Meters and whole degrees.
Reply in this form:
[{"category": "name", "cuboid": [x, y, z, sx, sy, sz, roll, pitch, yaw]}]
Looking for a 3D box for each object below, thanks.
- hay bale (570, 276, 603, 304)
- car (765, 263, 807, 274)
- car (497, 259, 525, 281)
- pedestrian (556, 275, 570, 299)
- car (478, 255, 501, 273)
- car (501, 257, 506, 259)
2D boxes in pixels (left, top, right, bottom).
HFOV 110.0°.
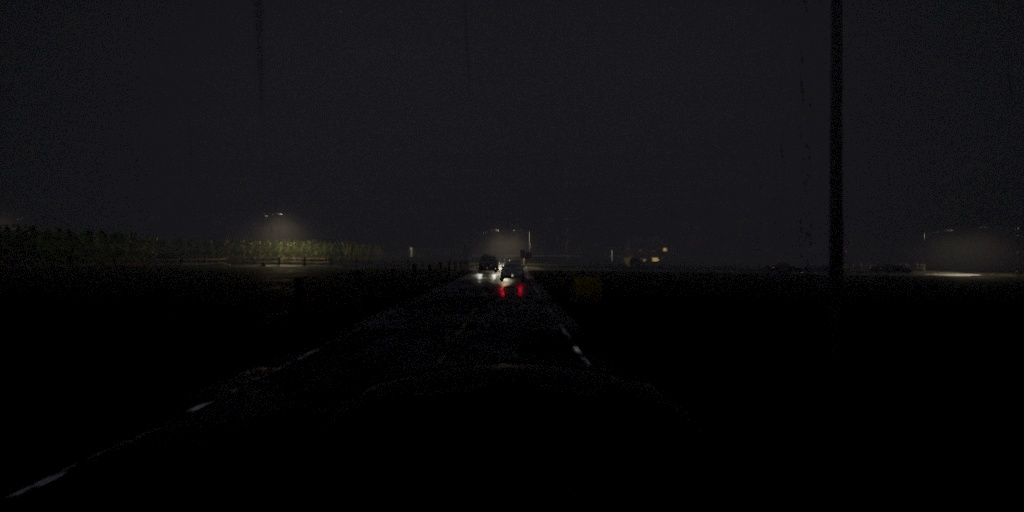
[{"category": "hay bale", "cuboid": [3.128, 1.362, 15.236, 1.220, 1.180, 1.240, 0, 0, 0]}, {"category": "car", "cuboid": [39.249, 1.746, 51.873, 4.674, 1.442, 1.812, 1, 1, 1]}, {"category": "car", "cuboid": [0.050, 1.192, 28.392, 1.812, 1.442, 4.674, 0, 0, 1]}, {"category": "pedestrian", "cuboid": [2.344, 1.005, 16.379, 0.375, 1.860, 0.375, -1, 1, 3]}, {"category": "car", "cuboid": [-2.740, 0.952, 42.128, 2.150, 2.045, 5.566, 0, 0, 0]}, {"category": "car", "cuboid": [0.192, 1.174, 41.223, 2.033, 1.411, 5.357, 0, 0, 4]}]
